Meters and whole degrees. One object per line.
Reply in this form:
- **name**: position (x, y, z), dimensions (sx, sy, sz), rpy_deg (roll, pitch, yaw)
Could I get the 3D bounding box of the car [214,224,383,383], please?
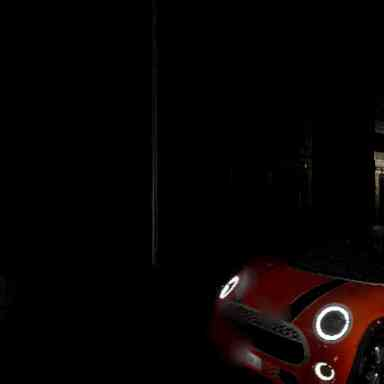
- **car**: position (2.524, 1.352, 5.175), dimensions (4.553, 1.767, 2.097), rpy_deg (0, 0, -35)
